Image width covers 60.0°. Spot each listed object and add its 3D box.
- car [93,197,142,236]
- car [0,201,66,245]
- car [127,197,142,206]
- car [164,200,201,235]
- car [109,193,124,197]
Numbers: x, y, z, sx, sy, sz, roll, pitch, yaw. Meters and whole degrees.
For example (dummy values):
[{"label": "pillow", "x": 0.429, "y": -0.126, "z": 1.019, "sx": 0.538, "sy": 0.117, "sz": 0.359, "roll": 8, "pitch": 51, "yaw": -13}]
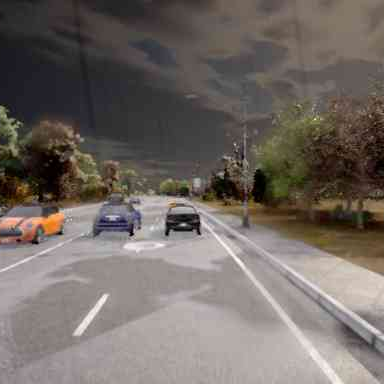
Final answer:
[{"label": "car", "x": -4.038, "y": 1.359, "z": 18.662, "sx": 2.097, "sy": 1.767, "sz": 4.553, "roll": 0, "pitch": 0, "yaw": -3}, {"label": "car", "x": -7.577, "y": 1.364, "z": 15.582, "sx": 2.097, "sy": 1.767, "sz": 4.553, "roll": 0, "pitch": 0, "yaw": -3}, {"label": "car", "x": -9.942, "y": 1.579, "z": 57.756, "sx": 1.994, "sy": 1.385, "sz": 4.181, "roll": 0, "pitch": 0, "yaw": -3}, {"label": "car", "x": -0.547, "y": 1.480, "z": 19.046, "sx": 1.882, "sy": 1.535, "sz": 5.008, "roll": 0, "pitch": 0, "yaw": -3}, {"label": "car", "x": -13.544, "y": 1.241, "z": 59.709, "sx": 2.150, "sy": 2.045, "sz": 5.566, "roll": 0, "pitch": 0, "yaw": -3}]
